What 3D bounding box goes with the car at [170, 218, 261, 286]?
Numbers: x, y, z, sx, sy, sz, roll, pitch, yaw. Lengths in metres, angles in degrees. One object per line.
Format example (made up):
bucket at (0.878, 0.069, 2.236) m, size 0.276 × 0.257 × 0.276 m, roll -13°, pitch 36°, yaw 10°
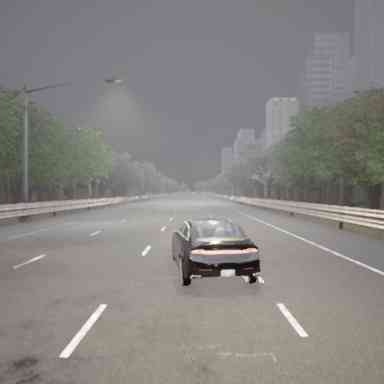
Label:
car at (0.468, 1.484, 9.420) m, size 2.128 × 1.511 × 4.902 m, roll 0°, pitch 0°, yaw -7°
